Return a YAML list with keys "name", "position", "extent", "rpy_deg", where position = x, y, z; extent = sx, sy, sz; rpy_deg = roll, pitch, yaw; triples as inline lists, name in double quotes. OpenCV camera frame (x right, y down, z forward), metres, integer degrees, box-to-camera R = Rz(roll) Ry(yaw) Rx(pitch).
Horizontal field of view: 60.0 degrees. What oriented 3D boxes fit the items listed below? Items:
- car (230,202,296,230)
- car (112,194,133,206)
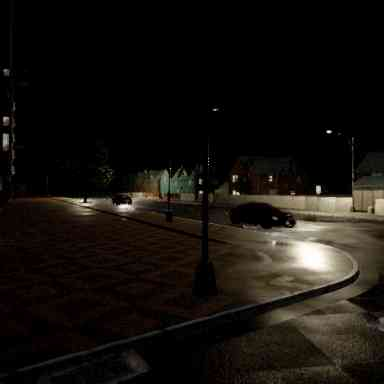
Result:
- name: "car"
  position: [4.043, 1.359, 19.869]
  extent: [1.812, 1.442, 4.674]
  rpy_deg: [1, 0, -28]
- name: "car"
  position: [-9.632, 1.048, 45.669]
  extent: [2.128, 1.511, 4.902]
  rpy_deg: [1, 0, -28]
